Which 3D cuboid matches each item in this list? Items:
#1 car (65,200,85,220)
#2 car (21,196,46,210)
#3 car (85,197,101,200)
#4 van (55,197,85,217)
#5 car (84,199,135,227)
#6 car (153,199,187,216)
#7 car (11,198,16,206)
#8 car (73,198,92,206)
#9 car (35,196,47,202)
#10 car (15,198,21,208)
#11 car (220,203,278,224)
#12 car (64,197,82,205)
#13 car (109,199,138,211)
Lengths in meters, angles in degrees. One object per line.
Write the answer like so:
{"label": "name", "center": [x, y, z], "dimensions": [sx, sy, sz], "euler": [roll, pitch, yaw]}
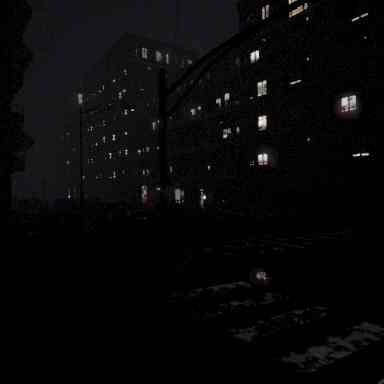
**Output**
{"label": "car", "center": [-9.016, 1.652, 28.267], "dimensions": [1.752, 1.417, 4.829], "euler": [-1, 1, -36]}
{"label": "car", "center": [-21.996, 1.628, 46.409], "dimensions": [1.967, 1.590, 4.097], "euler": [-1, 1, -36]}
{"label": "car", "center": [-15.181, 1.502, 51.283], "dimensions": [1.967, 1.590, 4.097], "euler": [-1, 1, -36]}
{"label": "van", "center": [-12.338, 1.483, 32.904], "dimensions": [1.690, 1.788, 3.998], "euler": [-1, 1, -36]}
{"label": "car", "center": [-5.896, 1.553, 23.904], "dimensions": [1.967, 1.590, 4.097], "euler": [-1, 1, -36]}
{"label": "car", "center": [-2.301, 1.441, 33.279], "dimensions": [1.967, 1.590, 4.097], "euler": [-1, 1, -36]}
{"label": "car", "center": [-31.655, 1.783, 59.913], "dimensions": [1.887, 1.381, 4.507], "euler": [-1, 1, -36]}
{"label": "car", "center": [-18.399, 1.644, 55.785], "dimensions": [1.947, 1.339, 4.313], "euler": [-1, 1, -36]}
{"label": "car", "center": [-37.719, 1.728, 82.792], "dimensions": [1.887, 1.381, 4.507], "euler": [-1, 1, -36]}
{"label": "car", "center": [-25.214, 1.770, 50.910], "dimensions": [1.947, 1.339, 4.313], "euler": [-1, 1, -36]}
{"label": "car", "center": [4.041, 1.498, 24.417], "dimensions": [1.752, 1.417, 4.829], "euler": [-1, 1, -36]}
{"label": "car", "center": [-21.620, 1.645, 60.287], "dimensions": [2.008, 1.369, 4.403], "euler": [-1, 1, -36]}
{"label": "car", "center": [-8.739, 1.582, 42.282], "dimensions": [2.008, 1.369, 4.403], "euler": [-1, 1, -36]}
